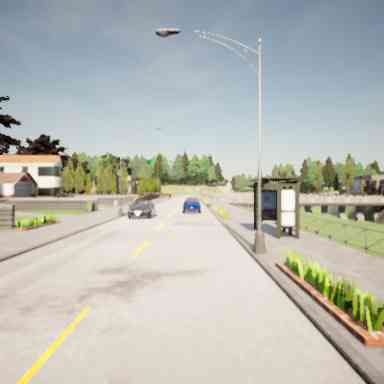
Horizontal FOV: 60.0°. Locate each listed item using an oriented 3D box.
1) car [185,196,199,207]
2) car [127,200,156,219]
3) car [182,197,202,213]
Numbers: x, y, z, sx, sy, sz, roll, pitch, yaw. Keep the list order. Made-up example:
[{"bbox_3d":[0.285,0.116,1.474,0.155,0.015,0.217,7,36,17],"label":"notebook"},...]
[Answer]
[{"bbox_3d":[0.008,1.382,48.099,1.812,1.442,4.674,0,0,0],"label":"car"},{"bbox_3d":[-4.092,1.408,27.563,2.128,1.511,4.902,0,0,0],"label":"car"},{"bbox_3d":[-0.013,1.373,35.075,1.882,1.535,5.008,0,0,0],"label":"car"}]
